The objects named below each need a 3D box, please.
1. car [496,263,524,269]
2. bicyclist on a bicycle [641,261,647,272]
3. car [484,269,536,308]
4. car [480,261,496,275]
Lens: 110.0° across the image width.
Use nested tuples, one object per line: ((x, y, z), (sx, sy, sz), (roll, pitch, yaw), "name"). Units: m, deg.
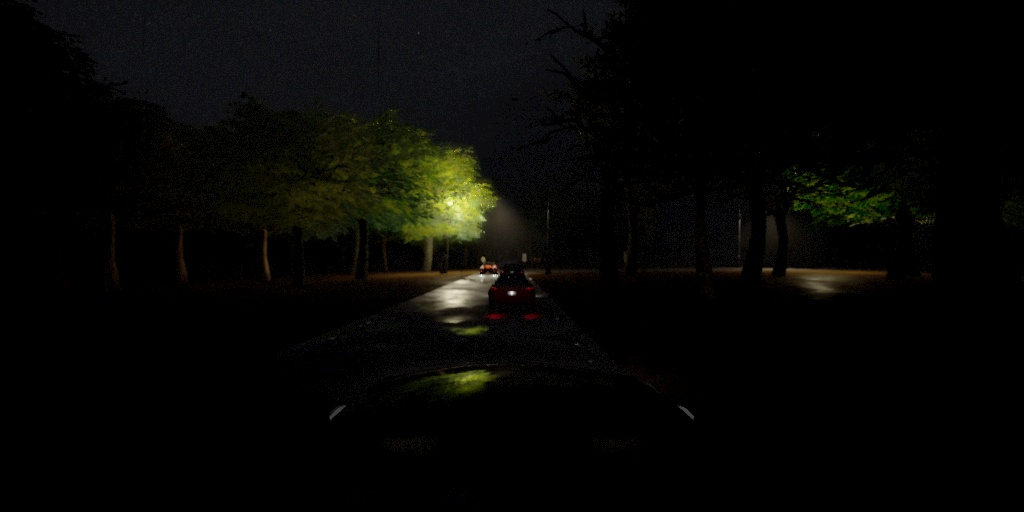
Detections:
((-0.004, 1.375, 30.947), (2.097, 1.767, 4.553), (0, -1, 0), "car")
((18.533, 1.483, 50.564), (0.582, 1.620, 1.656), (-1, -1, 0), "bicyclist on a bicycle")
((0.001, 1.452, 16.170), (1.994, 1.385, 4.181), (0, 0, 0), "car")
((-3.012, 1.501, 47.048), (2.097, 1.767, 4.553), (0, 0, 0), "car")
